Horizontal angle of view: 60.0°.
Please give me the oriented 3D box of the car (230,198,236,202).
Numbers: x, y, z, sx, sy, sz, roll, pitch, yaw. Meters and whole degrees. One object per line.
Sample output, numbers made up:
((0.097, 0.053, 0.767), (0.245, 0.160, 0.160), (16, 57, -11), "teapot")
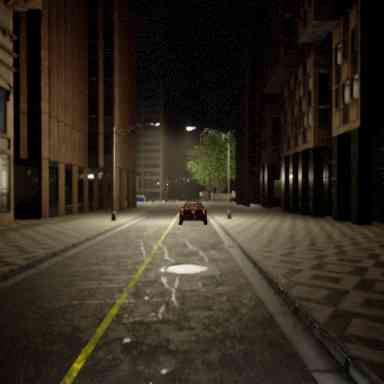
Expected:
((12.051, 2.233, 90.286), (4.313, 1.339, 1.947), (0, 0, 0), "car")

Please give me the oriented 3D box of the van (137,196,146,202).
((-14.606, 1.960, 90.411), (3.998, 1.788, 1.690), (0, 0, 0), "van")

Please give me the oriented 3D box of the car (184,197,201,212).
((0.087, 1.619, 44.128), (2.097, 1.767, 4.553), (0, 0, 0), "car")

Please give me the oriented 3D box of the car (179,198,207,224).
((0.091, 1.513, 26.279), (2.097, 1.767, 4.553), (0, 0, 0), "car")

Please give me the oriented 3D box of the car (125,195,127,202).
((-20.047, 2.053, 90.437), (4.097, 1.590, 1.967), (0, 0, 0), "car")
